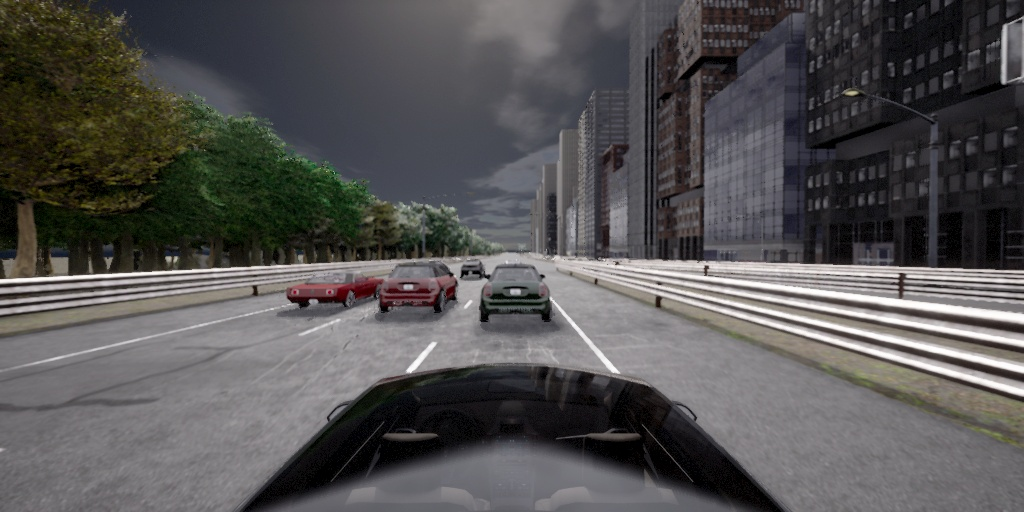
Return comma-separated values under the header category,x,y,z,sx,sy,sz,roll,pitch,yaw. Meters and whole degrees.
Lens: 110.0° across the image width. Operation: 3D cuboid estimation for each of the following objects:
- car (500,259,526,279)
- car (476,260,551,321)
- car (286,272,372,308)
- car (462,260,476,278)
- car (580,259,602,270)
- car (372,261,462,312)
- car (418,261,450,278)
category,x,y,z,sx,sy,sz,roll,pitch,yaw
car,0.108,1.083,31.628,2.128,1.511,4.902,0,0,0
car,0.102,1.041,12.360,2.097,1.767,4.553,0,0,0
car,-6.903,1.279,14.687,1.895,1.301,4.718,0,0,0
car,-3.393,1.096,31.706,1.837,1.490,4.892,0,0,0
car,10.655,1.082,47.800,1.837,1.490,4.892,0,0,-14
car,-3.398,1.034,13.898,2.097,1.767,4.553,0,0,0
car,-6.893,1.153,32.197,1.994,1.385,4.181,0,0,0
